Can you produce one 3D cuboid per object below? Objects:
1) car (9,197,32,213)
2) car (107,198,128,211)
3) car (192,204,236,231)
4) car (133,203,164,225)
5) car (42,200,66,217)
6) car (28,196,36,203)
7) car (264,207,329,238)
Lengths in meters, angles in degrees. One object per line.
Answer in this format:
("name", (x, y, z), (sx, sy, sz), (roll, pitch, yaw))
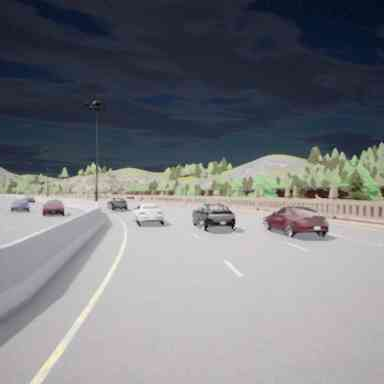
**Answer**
("car", (-19.645, 1.589, 38.162), (1.812, 1.442, 4.674), (0, 0, -26))
("car", (-9.299, 1.509, 41.157), (2.128, 1.511, 4.902), (0, 0, -25))
("car", (1.223, 1.476, 20.458), (2.128, 1.511, 4.902), (0, 0, -11))
("car", (-3.171, 1.527, 23.912), (1.812, 1.442, 4.674), (0, 0, -14))
("car", (-13.216, 1.517, 31.974), (1.882, 1.535, 5.008), (0, 0, -21))
("car", (-33.454, 1.617, 68.795), (2.033, 1.411, 5.357), (0, 0, -31))
("car", (5.346, 1.494, 17.490), (1.812, 1.442, 4.674), (0, 0, -10))
